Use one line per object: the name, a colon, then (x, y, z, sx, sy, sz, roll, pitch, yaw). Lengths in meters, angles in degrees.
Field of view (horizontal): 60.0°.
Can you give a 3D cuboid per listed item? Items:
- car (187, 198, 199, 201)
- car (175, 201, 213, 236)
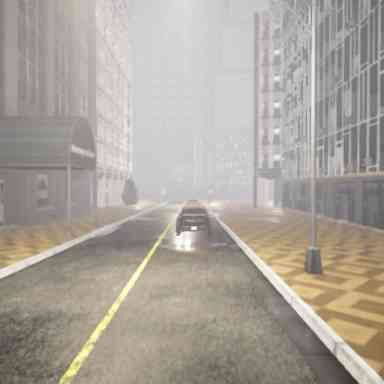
car: (0.103, 1.469, 39.208, 1.882, 1.535, 5.008, 0, 0, 0)
car: (0.102, 1.496, 18.456, 1.837, 1.490, 4.892, 0, 0, 0)
